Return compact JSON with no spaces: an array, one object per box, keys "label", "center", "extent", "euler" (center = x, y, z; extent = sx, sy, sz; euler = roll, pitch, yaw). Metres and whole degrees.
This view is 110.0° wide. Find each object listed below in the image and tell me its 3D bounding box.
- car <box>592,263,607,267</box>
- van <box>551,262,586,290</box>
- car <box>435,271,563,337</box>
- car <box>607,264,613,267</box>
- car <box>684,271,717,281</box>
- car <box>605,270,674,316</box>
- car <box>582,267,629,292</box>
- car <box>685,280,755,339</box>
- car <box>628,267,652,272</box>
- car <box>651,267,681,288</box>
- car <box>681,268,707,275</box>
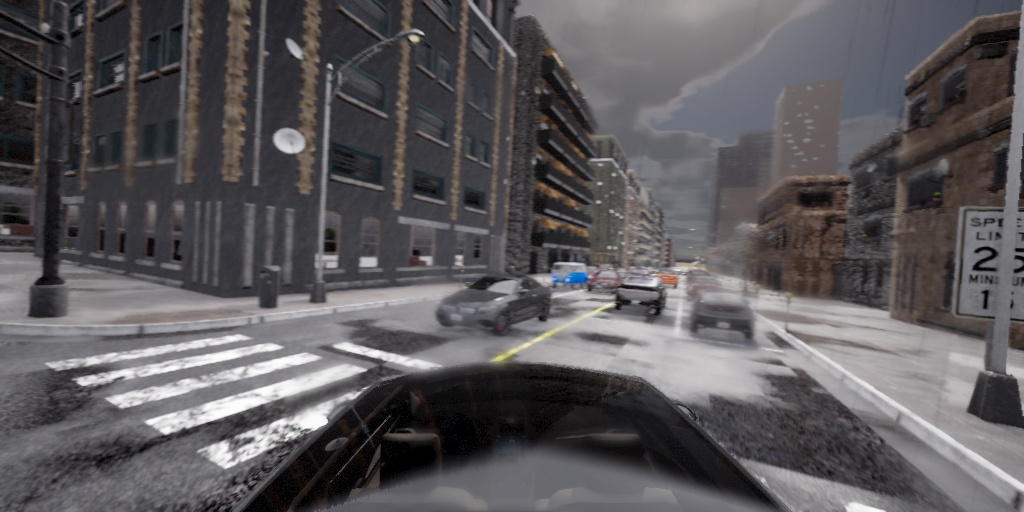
[{"label":"car","center":[6.358,1.614,30.194],"extent":[1.967,1.591,4.097],"euler":[0,0,26]},{"label":"van","center":[4.002,1.360,25.329],"extent":[1.690,1.789,3.998],"euler":[0,0,26]},{"label":"car","center":[-0.254,1.261,10.561],"extent":[1.812,1.442,4.674],"euler":[4,0,27]},{"label":"car","center":[8.713,1.645,35.058],"extent":[2.192,1.841,5.009],"euler":[0,0,26]},{"label":"car","center":[11.522,1.951,21.663],"extent":[1.967,1.591,4.097],"euler":[0,0,26]},{"label":"car","center":[5.812,1.627,15.932],"extent":[2.128,1.511,4.902],"euler":[4,0,26]},{"label":"car","center":[6.435,1.702,24.317],"extent":[1.812,1.442,4.674],"euler":[4,0,26]},{"label":"car","center":[6.811,1.751,11.934],"extent":[2.007,1.370,4.403],"euler":[0,0,26]},{"label":"car","center":[15.430,2.325,42.672],"extent":[2.033,1.411,5.357],"euler":[4,0,26]},{"label":"car","center":[15.465,2.123,35.846],"extent":[2.097,1.767,4.553],"euler":[4,0,26]},{"label":"car","center":[16.234,2.137,31.393],"extent":[2.192,1.841,5.009],"euler":[0,0,26]}]
